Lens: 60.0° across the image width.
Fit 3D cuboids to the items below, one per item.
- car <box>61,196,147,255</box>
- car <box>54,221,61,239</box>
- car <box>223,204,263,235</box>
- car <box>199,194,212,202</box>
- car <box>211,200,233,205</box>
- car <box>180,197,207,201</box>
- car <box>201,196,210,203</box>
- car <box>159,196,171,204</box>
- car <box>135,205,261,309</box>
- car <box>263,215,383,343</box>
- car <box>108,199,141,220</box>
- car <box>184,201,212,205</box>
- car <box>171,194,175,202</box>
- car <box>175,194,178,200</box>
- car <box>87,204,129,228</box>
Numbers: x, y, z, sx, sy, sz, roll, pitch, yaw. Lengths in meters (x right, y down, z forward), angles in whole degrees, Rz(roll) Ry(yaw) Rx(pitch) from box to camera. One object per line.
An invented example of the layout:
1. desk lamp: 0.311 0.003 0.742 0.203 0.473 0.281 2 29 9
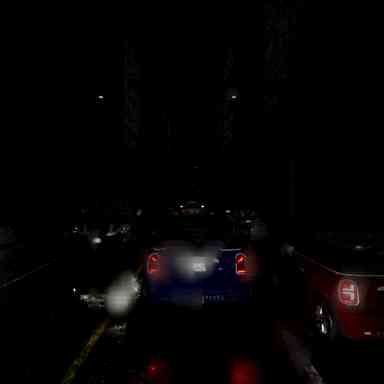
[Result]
1. car: -3.090 1.222 13.601 2.150 2.045 5.566 0 0 0
2. car: -5.665 1.567 17.451 1.947 1.339 4.313 0 0 0
3. car: 2.860 1.552 17.448 2.008 1.369 4.403 0 0 0
4. car: 2.912 1.484 65.541 1.967 1.590 4.097 0 0 0
5. car: 2.865 1.569 28.451 1.947 1.339 4.313 0 0 0
6. car: 0.010 1.460 27.317 1.801 1.575 5.366 0 0 0
7. car: 2.924 1.579 71.120 1.752 1.417 4.829 0 0 0
8. car: -5.613 1.626 65.557 1.802 1.307 4.206 0 0 0
9. car: 0.102 1.352 8.015 2.097 1.767 4.553 0 0 0
10. car: 2.856 1.440 6.445 1.967 1.590 4.097 0 0 0
11. car: -5.661 1.443 28.454 1.967 1.590 4.097 0 0 0
12. car: 0.102 1.479 17.295 1.882 1.535 5.008 0 0 0
13. car: -5.588 1.616 76.374 2.008 1.369 4.403 0 0 0
14. car: -5.554 1.637 92.430 1.752 1.417 4.829 0 0 0
15. car: -5.663 1.584 22.953 1.802 1.307 4.206 0 0 0
